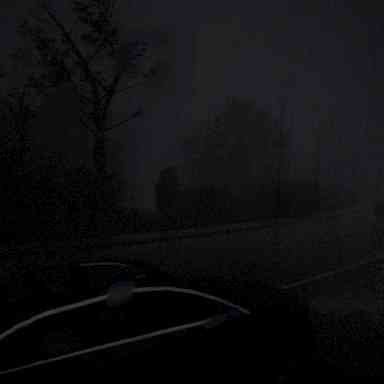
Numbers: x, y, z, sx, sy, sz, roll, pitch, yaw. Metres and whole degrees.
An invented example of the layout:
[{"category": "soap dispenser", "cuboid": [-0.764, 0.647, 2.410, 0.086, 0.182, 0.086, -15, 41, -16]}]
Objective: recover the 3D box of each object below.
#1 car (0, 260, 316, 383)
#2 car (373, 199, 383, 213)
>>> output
[{"category": "car", "cuboid": [-0.709, 1.497, 3.414, 4.902, 1.511, 2.128, 0, 0, -36]}, {"category": "car", "cuboid": [20.863, 1.485, 35.887, 1.837, 1.490, 4.892, 0, 0, 34]}]
